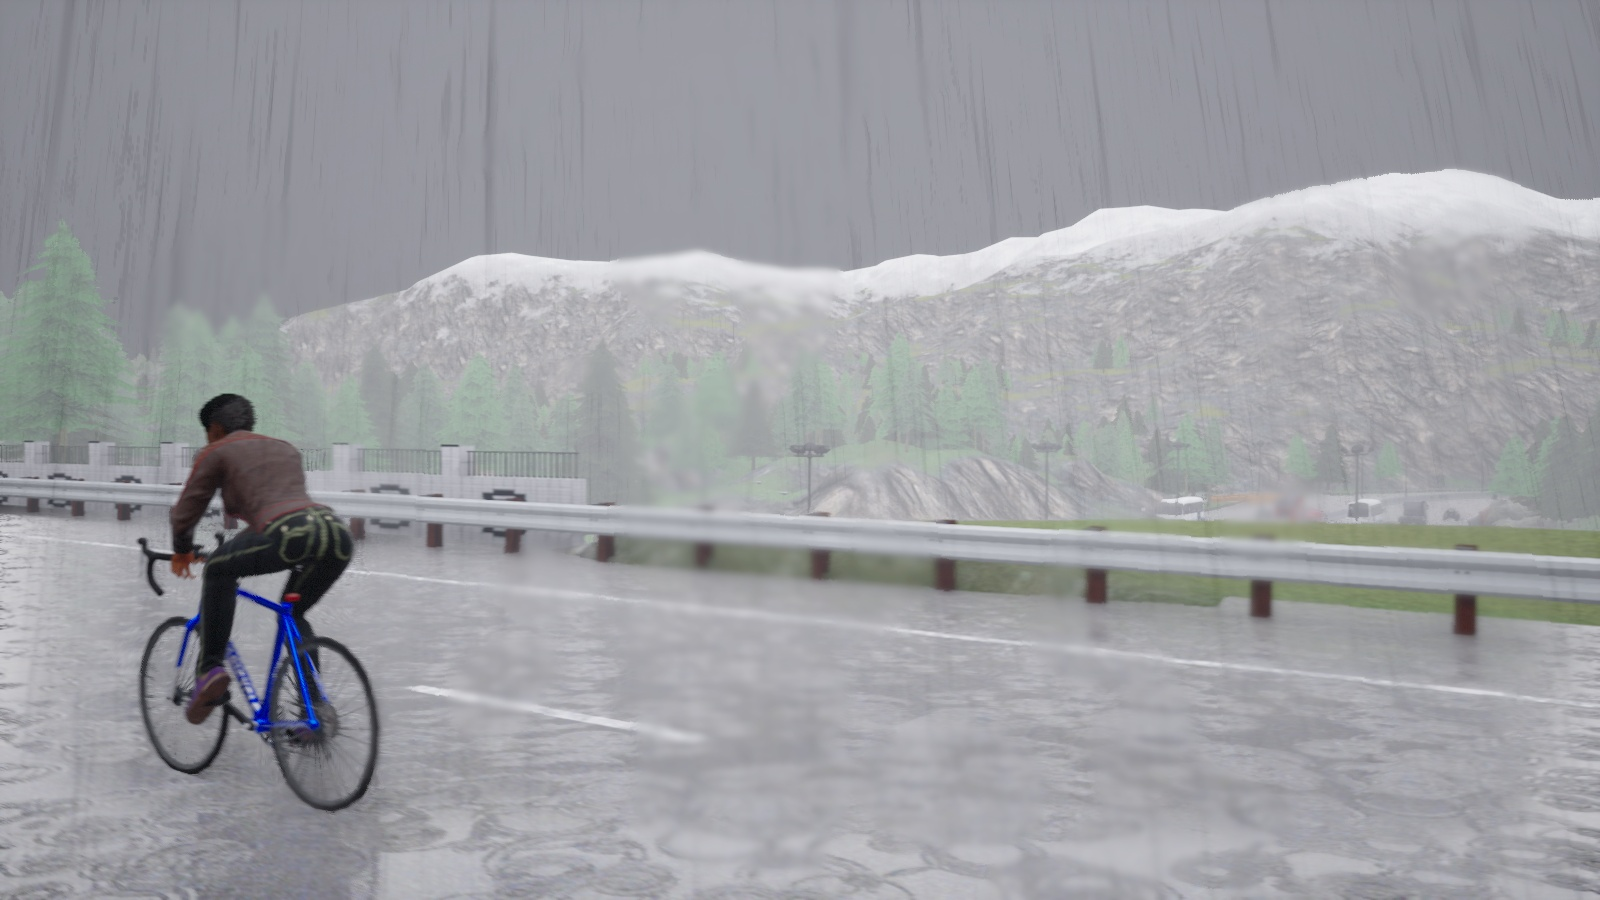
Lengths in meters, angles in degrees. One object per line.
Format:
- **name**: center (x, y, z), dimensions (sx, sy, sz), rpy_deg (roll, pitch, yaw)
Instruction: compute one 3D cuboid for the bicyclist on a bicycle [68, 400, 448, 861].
- **bicyclist on a bicycle**: center (-2.238, 0.635, 5.110), dimensions (1.656, 1.620, 0.582), rpy_deg (0, 1, 34)
